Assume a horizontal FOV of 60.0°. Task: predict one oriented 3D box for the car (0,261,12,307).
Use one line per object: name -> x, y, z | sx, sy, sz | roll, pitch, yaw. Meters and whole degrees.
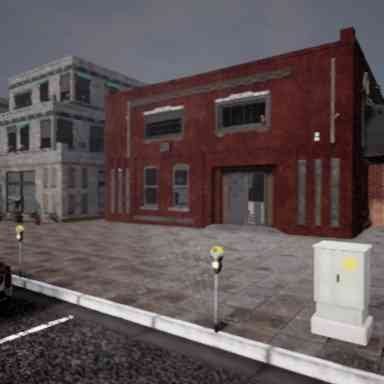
car -> -5.257, 1.573, 6.564 | 4.313, 1.339, 1.947 | 0, 1, 35
